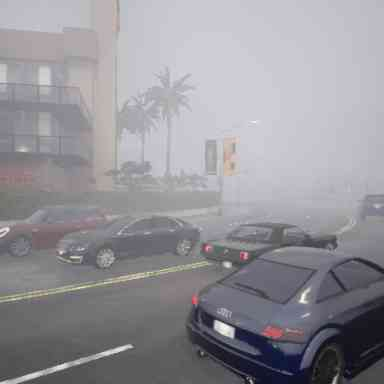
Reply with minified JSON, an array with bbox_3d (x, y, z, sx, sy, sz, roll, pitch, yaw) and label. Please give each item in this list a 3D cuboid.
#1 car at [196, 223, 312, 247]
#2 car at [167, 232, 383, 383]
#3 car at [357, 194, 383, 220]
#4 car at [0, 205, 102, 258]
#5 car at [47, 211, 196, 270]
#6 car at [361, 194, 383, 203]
[{"bbox_3d":[2.566,1.595,10.094,4.718,1.301,1.895,0,0,-42],"label":"car"},{"bbox_3d":[1.950,1.560,5.073,4.181,1.385,1.994,0,0,-38],"label":"car"},{"bbox_3d":[14.938,1.211,27.321,2.150,2.045,5.566,0,0,23],"label":"car"},{"bbox_3d":[-5.351,1.340,12.864,4.553,1.767,2.097,0,0,-40],"label":"car"},{"bbox_3d":[-1.922,1.496,11.140,4.892,1.490,1.837,0,0,-40],"label":"car"},{"bbox_3d":[36.845,1.226,67.530,2.185,1.767,4.553,0,0,-11],"label":"car"}]
